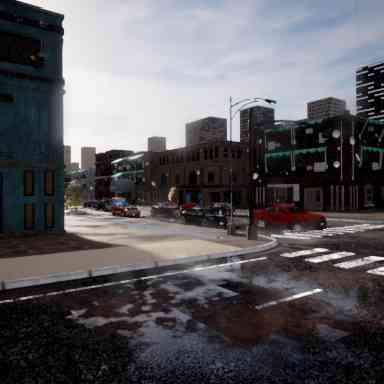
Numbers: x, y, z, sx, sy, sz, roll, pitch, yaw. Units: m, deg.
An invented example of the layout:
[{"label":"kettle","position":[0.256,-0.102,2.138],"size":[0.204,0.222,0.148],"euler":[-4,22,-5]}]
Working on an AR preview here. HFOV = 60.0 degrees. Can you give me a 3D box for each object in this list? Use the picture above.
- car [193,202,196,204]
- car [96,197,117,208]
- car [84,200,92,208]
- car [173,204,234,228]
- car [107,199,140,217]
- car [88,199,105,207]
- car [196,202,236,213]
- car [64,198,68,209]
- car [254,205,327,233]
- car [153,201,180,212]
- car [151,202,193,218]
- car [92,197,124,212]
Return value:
[{"label":"car","position":[-0.329,1.902,40.825],"size":[1.802,1.307,4.206],"euler":[-2,0,-35]},{"label":"car","position":[-16.334,1.938,63.407],"size":[2.192,1.841,5.009],"euler":[-1,0,-35]},{"label":"car","position":[-19.270,2.228,63.093],"size":[1.994,1.385,4.181],"euler":[-1,0,-35]},{"label":"car","position":[0.756,1.813,24.585],"size":[1.947,1.339,4.313],"euler":[-2,0,-35]},{"label":"car","position":[-7.169,1.845,35.978],"size":[1.967,1.590,4.097],"euler":[-1,0,-35]},{"label":"car","position":[-19.528,2.225,67.923],"size":[1.887,1.381,4.507],"euler":[-1,0,-35]},{"label":"car","position":[2.870,1.808,36.308],"size":[2.008,1.369,4.403],"euler":[-2,0,-35]},{"label":"car","position":[-23.067,2.231,58.422],"size":[1.752,1.417,4.829],"euler":[-1,0,-35]},{"label":"car","position":[6.151,1.624,21.219],"size":[1.882,1.535,5.008],"euler":[-1,-1,-32]},{"label":"car","position":[-3.528,1.964,45.341],"size":[1.802,1.307,4.206],"euler":[-2,0,-35]},{"label":"car","position":[-2.467,1.821,33.842],"size":[2.128,1.511,4.902],"euler":[-1,0,-35]},{"label":"car","position":[-12.016,1.864,47.372],"size":[2.097,1.767,4.553],"euler":[-1,0,-35]}]
